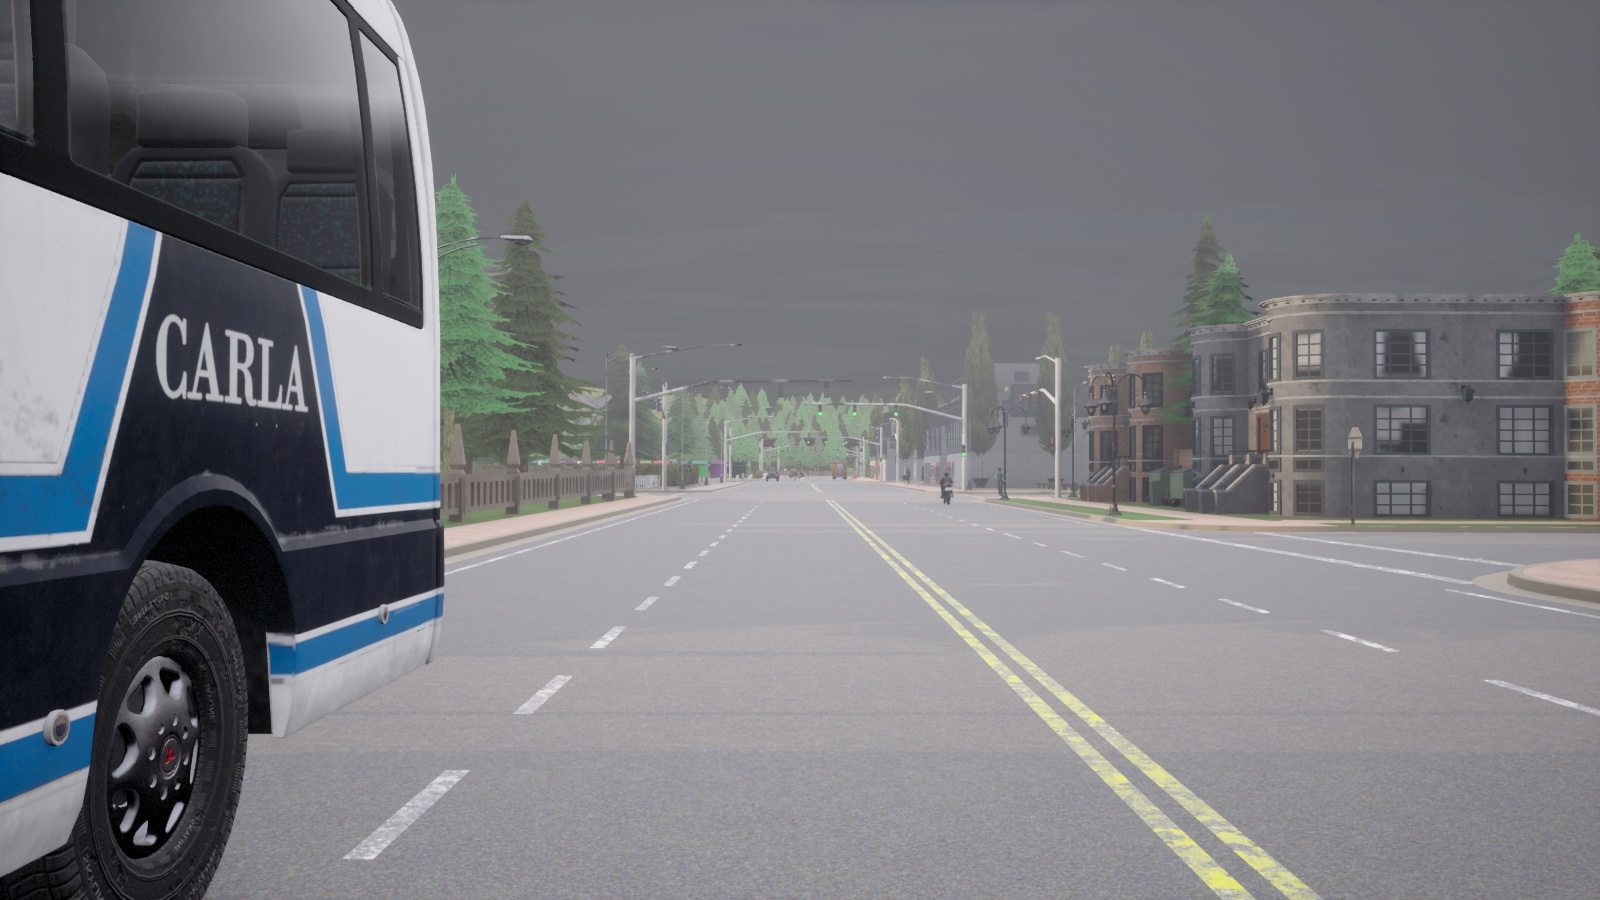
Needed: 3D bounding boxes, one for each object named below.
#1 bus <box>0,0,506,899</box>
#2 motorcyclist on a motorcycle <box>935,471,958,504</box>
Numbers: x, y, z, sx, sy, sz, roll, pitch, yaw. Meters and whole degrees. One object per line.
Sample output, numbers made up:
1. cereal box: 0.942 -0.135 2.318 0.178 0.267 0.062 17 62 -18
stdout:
1. bus: -3.508 -0.523 1.472 3.944 4.253 10.273 0 -1 0
2. motorcyclist on a motorcycle: 6.865 1.756 58.897 0.797 1.523 2.044 0 -1 0
